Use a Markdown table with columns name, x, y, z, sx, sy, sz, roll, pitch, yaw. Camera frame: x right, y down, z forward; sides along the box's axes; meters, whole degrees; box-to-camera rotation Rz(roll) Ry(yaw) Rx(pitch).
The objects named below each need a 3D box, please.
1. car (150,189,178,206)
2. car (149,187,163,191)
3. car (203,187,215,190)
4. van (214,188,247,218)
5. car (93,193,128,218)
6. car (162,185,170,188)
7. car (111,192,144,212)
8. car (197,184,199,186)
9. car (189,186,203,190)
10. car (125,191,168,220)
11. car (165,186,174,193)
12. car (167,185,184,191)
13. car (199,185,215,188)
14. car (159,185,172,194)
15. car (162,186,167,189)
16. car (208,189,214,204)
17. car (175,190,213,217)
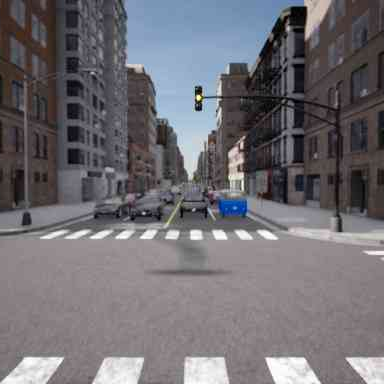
| name | x | y | z | sx | sy | sz | roll | pitch | yaw |
| --- | --- | --- | --- | --- | --- | --- | --- | --- | --- |
| car | -2.793 | 0.653 | 33.968 | 1.994 | 1.385 | 4.181 | 0 | 2 | 1 |
| car | -5.337 | 0.317 | 45.022 | 1.752 | 1.417 | 4.829 | 0 | 2 | 0 |
| car | 2.689 | 0.368 | 45.191 | 1.802 | 1.307 | 4.206 | 0 | 2 | 0 |
| van | 2.662 | 0.737 | 22.467 | 1.690 | 1.788 | 3.998 | 0 | 2 | 0 |
| car | -5.363 | 0.947 | 22.473 | 2.008 | 1.369 | 4.403 | 0 | 2 | 0 |
| car | -5.317 | -0.114 | 62.232 | 1.947 | 1.339 | 4.313 | 0 | 2 | 0 |
| car | -5.356 | 0.790 | 28.153 | 1.887 | 1.381 | 4.507 | 0 | 2 | 0 |
| car | 2.734 | -0.737 | 84.944 | 1.947 | 1.339 | 4.313 | 0 | 2 | 0 |
| car | 0.151 | 0.263 | 47.778 | 2.033 | 1.411 | 5.357 | 0 | 2 | 0 |
| car | -2.795 | 0.925 | 21.577 | 1.837 | 1.490 | 4.892 | 0 | 2 | -1 |
| car | -5.298 | -0.706 | 79.267 | 1.967 | 1.590 | 4.097 | 0 | 2 | 0 |
| car | -2.698 | 0.014 | 56.085 | 1.812 | 1.442 | 4.674 | 0 | 1 | 0 |
| car | 2.695 | -0.055 | 50.863 | 2.192 | 1.841 | 5.009 | 0 | 2 | 0 |
| car | -5.311 | -0.520 | 67.905 | 2.192 | 1.841 | 5.009 | 0 | 2 | 0 |
| car | -5.330 | 0.197 | 50.873 | 1.947 | 1.339 | 4.313 | 0 | 2 | 0 |
| car | 2.676 | 0.674 | 33.832 | 1.802 | 1.307 | 4.206 | 0 | 2 | 0 |
| car | 0.127 | 0.860 | 23.481 | 2.128 | 1.511 | 4.902 | 0 | 2 | 0 |
